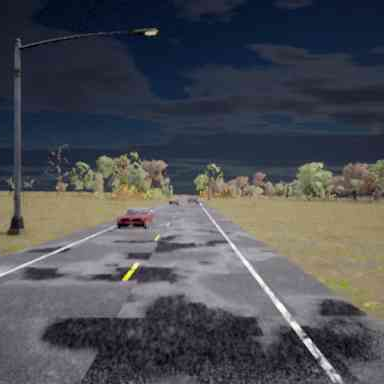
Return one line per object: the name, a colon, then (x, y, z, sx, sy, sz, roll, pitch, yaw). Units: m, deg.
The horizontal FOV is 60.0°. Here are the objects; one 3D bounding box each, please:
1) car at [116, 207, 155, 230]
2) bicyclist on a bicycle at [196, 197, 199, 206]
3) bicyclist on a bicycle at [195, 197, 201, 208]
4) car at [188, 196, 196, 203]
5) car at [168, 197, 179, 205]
car: (-3.597, 1.697, 21.832, 1.895, 1.301, 4.718, 0, 0, 0)
bicyclist on a bicycle: (0.972, 1.706, 59.929, 0.582, 1.620, 1.656, 0, -1, 0)
bicyclist on a bicycle: (0.969, 1.657, 51.631, 0.866, 1.612, 1.509, 0, -1, 0)
car: (0.012, 1.824, 80.100, 1.812, 1.442, 4.674, 0, 0, 0)
car: (-3.506, 1.749, 63.985, 1.882, 1.535, 5.008, 0, 0, 0)
